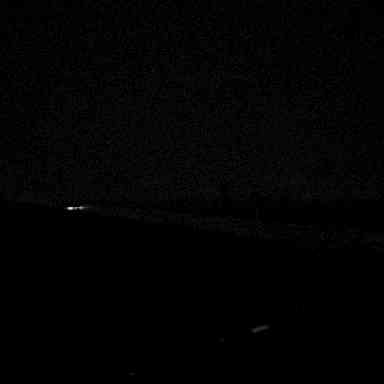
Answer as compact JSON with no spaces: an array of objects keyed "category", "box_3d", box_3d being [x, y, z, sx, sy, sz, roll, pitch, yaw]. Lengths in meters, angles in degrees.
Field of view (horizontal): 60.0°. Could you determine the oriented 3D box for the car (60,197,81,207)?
[{"category":"car","box_3d":[-18.436,1.500,50.204,2.033,1.411,5.357,-1,1,-35]}]
